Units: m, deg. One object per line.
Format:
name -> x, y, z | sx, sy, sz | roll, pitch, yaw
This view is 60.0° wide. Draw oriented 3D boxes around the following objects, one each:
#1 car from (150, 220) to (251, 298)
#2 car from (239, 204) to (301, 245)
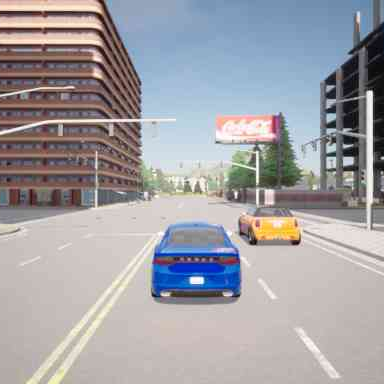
car -> 0.085, 1.478, 8.598 | 1.882, 1.535, 5.008 | 0, 0, 0
car -> 3.472, 1.352, 15.687 | 2.097, 1.767, 4.553 | 0, 0, 0
